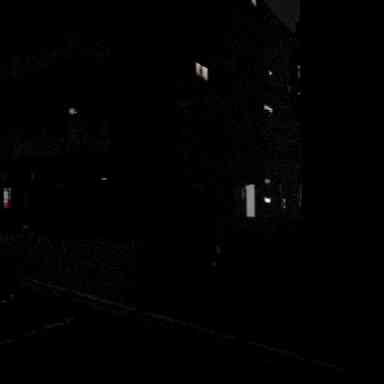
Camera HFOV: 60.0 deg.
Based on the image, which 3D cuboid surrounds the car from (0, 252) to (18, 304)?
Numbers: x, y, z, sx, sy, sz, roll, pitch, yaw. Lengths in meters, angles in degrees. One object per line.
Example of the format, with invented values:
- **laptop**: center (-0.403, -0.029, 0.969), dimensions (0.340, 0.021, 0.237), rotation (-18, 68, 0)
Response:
- **car**: center (-5.258, 1.544, 6.806), dimensions (4.403, 1.369, 2.008), rotation (0, -1, 36)
